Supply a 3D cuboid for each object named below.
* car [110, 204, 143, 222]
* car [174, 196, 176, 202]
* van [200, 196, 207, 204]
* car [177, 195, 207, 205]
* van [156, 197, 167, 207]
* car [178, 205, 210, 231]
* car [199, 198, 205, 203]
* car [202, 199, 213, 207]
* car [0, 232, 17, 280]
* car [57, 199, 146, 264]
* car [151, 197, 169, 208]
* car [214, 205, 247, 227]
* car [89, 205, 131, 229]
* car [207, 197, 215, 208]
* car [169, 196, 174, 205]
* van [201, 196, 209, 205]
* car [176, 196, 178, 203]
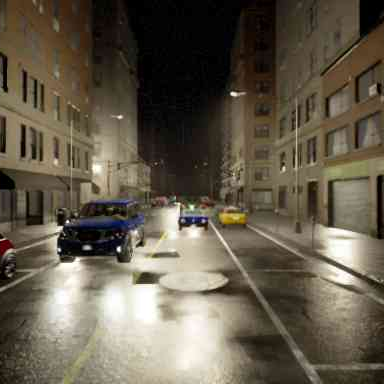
[{"bbox_3d":[-5.672,1.764,29.334,2.008,1.369,4.403,0,0,0],"label":"car"},{"bbox_3d":[-5.678,2.071,83.615,1.967,1.590,4.097,0,0,0],"label":"car"},{"bbox_3d":[2.847,1.972,83.616,1.690,1.788,3.998,0,0,0],"label":"van"},{"bbox_3d":[-0.003,1.453,31.807,2.150,2.045,5.566,0,0,0],"label":"car"},{"bbox_3d":[-5.676,1.801,61.610,1.690,1.788,3.998,0,0,0],"label":"van"},{"bbox_3d":[0.080,1.759,21.863,1.895,1.301,4.718,0,0,0],"label":"car"},{"bbox_3d":[2.847,2.298,94.617,1.802,1.307,4.206,0,0,0],"label":"car"},{"bbox_3d":[2.850,2.026,61.609,1.947,1.339,4.313,0,0,0],"label":"car"},{"bbox_3d":[-5.671,1.492,7.233,1.967,1.590,4.097,0,0,0],"label":"car"},{"bbox_3d":[-3.102,1.312,12.602,2.150,2.045,5.566,0,0,0],"label":"car"},{"bbox_3d":[-5.676,1.732,56.110,2.192,1.841,5.009,0,0,0],"label":"car"},{"bbox_3d":[2.853,1.699,23.980,1.752,1.417,4.829,0,0,0],"label":"car"},{"bbox_3d":[-5.672,1.696,23.640,1.752,1.417,4.829,0,0,0],"label":"car"},{"bbox_3d":[2.850,1.962,56.108,1.887,1.381,4.507,0,0,0],"label":"car"},{"bbox_3d":[-5.677,1.986,72.612,1.967,1.590,4.097,0,0,0],"label":"car"},{"bbox_3d":[2.848,1.887,72.613,1.690,1.788,3.998,0,0,0],"label":"van"},{"bbox_3d":[-3.010,1.838,88.189,2.150,2.045,5.566,0,0,0],"label":"car"}]
